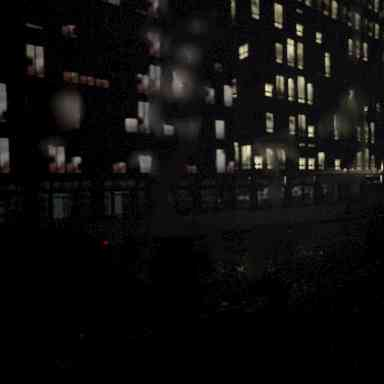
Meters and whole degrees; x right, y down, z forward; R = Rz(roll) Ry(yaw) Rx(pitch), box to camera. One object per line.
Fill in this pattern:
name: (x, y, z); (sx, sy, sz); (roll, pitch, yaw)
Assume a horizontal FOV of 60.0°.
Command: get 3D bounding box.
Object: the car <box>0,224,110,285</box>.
car: (-4.293, 1.542, 8.557); (4.181, 1.385, 1.994); (-1, 1, -35)
